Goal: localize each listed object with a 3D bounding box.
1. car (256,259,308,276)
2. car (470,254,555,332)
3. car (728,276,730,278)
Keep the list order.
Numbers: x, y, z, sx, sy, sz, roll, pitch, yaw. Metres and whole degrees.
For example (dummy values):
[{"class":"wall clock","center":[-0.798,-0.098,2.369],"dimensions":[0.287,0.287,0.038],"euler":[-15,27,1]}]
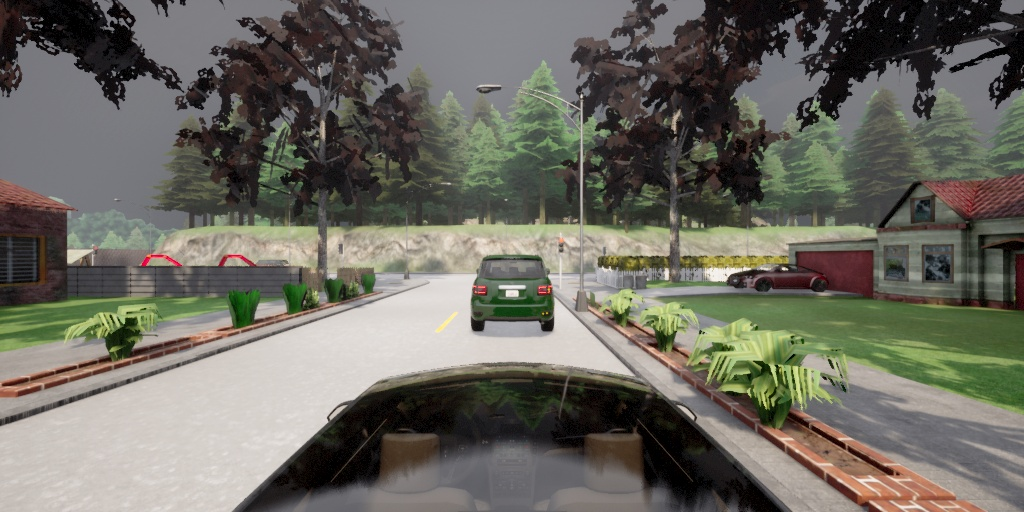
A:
[{"class":"car","center":[-21.654,1.102,33.579],"dimensions":[4.553,1.767,2.097],"euler":[0,0,0]},{"class":"car","center":[0.031,0.971,11.067],"dimensions":[2.150,2.045,5.566],"euler":[0,0,1]},{"class":"car","center":[19.650,1.227,37.718],"dimensions":[5.008,1.535,1.882],"euler":[0,0,0]}]
